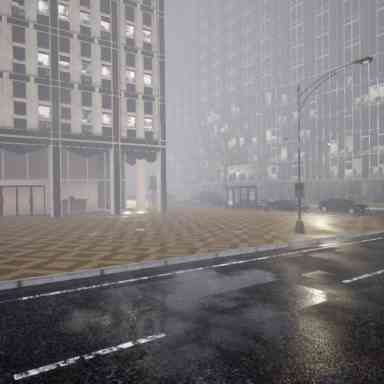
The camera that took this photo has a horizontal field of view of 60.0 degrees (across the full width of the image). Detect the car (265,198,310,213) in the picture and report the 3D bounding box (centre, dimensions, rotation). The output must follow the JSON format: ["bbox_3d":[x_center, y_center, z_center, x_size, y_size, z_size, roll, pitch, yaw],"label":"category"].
[{"bbox_3d":[10.270,1.424,34.860,1.947,1.339,4.313,0,1,-34],"label":"car"}]

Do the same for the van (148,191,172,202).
[{"bbox_3d":[-5.689,0.937,58.371,1.690,1.788,3.998,0,1,-34],"label":"van"}]

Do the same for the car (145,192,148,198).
[{"bbox_3d":[-8.417,0.615,77.171,2.192,1.841,5.009,0,1,-34],"label":"car"}]

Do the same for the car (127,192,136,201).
[{"bbox_3d":[-12.116,1.039,67.750,2.008,1.369,4.403,0,1,-34],"label":"car"}]

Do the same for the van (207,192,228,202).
[{"bbox_3d":[4.436,0.855,58.419,1.690,1.788,3.998,0,1,-34],"label":"van"}]

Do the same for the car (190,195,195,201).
[{"bbox_3d":[1.224,1.043,63.110,1.802,1.307,4.206,0,1,-34],"label":"car"}]

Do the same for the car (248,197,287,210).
[{"bbox_3d":[9.269,1.363,41.118,1.895,1.301,4.718,-1,1,-34],"label":"car"}]

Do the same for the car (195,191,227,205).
[{"bbox_3d":[3.254,0.887,49.897,2.150,2.045,5.566,-1,1,-35],"label":"car"}]

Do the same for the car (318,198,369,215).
[{"bbox_3d":[14.877,1.358,32.913,1.837,1.490,4.892,-1,1,-34],"label":"car"}]

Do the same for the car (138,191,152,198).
[{"bbox_3d":[-11.630,0.686,81.861,1.967,1.590,4.097,0,1,-34],"label":"car"}]

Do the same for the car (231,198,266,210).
[{"bbox_3d":[7.071,1.388,39.561,1.802,1.307,4.206,0,1,-34],"label":"car"}]

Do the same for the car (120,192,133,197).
[{"bbox_3d":[-18.056,0.688,91.238,2.008,1.369,4.403,0,1,-34],"label":"car"}]

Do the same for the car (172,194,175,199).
[{"bbox_3d":[-5.203,0.936,72.487,1.802,1.307,4.206,0,1,-34],"label":"car"}]

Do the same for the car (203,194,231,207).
[{"bbox_3d":[3.906,1.319,44.281,1.947,1.339,4.313,0,1,-34],"label":"car"}]
